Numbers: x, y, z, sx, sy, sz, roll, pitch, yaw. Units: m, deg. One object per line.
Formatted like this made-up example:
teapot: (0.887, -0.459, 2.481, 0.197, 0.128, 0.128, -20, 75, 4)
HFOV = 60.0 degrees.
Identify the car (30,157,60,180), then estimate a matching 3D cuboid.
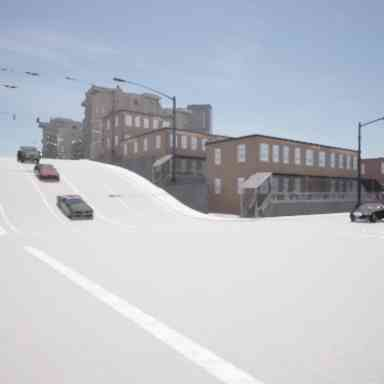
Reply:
car: (-15.384, -2.259, 35.311, 1.994, 1.385, 4.181, 1, 16, -37)

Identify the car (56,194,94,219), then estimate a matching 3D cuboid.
car: (-9.719, 1.055, 27.639, 1.895, 1.301, 4.718, 1, 14, -36)

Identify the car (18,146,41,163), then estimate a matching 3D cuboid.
car: (-21.510, -4.935, 43.818, 2.150, 2.045, 5.566, 1, 8, -35)

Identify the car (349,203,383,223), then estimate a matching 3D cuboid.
car: (15.002, 1.686, 27.579, 4.902, 1.511, 2.128, 0, 0, -35)
